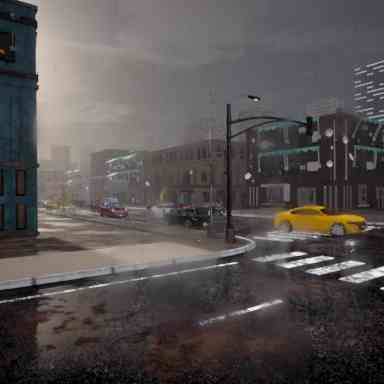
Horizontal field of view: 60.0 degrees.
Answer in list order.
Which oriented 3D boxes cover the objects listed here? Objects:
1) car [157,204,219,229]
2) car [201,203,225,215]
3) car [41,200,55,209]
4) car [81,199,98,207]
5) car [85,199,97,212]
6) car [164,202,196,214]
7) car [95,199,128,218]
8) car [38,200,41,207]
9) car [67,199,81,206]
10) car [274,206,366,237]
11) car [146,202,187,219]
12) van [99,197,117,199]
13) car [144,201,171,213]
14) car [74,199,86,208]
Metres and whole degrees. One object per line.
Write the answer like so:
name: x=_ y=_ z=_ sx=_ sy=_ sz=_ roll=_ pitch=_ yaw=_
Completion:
car: x=-0.374 y=1.814 z=23.799 sx=1.947 sy=1.339 sz=4.313 roll=-2 pitch=0 yaw=-35
car: x=1.728 y=1.809 z=35.524 sx=2.008 sy=1.369 sz=4.403 roll=-2 pitch=0 yaw=-35
car: x=-24.231 y=2.232 z=57.612 sx=1.752 sy=1.417 sz=4.829 roll=-1 pitch=0 yaw=-35
car: x=-20.702 y=2.227 z=67.117 sx=1.887 sy=1.381 sz=4.507 roll=-1 pitch=0 yaw=-35
car: x=-12.357 y=2.046 z=45.419 sx=2.033 sy=1.411 sz=5.357 roll=-1 pitch=0 yaw=-35
car: x=-1.476 y=1.903 z=40.037 sx=1.802 sy=1.307 sz=4.206 roll=-2 pitch=0 yaw=-35
car: x=-8.311 y=1.846 z=35.184 sx=1.967 sy=1.590 sz=4.097 roll=-1 pitch=0 yaw=-35
car: x=-30.738 y=2.375 z=66.778 sx=2.008 sy=1.369 sz=4.403 roll=-1 pitch=0 yaw=-35
car: x=-27.110 y=2.363 z=76.144 sx=1.947 sy=1.339 sz=4.313 roll=-1 pitch=0 yaw=-35
car: x=7.041 y=1.563 z=18.735 sx=1.882 sy=1.535 sz=5.008 roll=-1 pitch=-2 yaw=-41
car: x=-2.222 y=1.827 z=31.107 sx=1.812 sy=1.442 sz=4.674 roll=-1 pitch=0 yaw=-35
van: x=-14.298 y=1.906 z=58.090 sx=1.690 sy=1.788 sz=3.998 roll=-1 pitch=0 yaw=-35
car: x=-4.679 y=1.965 z=44.550 sx=1.802 sy=1.307 sz=4.206 roll=-2 pitch=0 yaw=-35
car: x=-20.440 y=2.191 z=62.288 sx=1.812 sy=1.442 sz=4.674 roll=-1 pitch=0 yaw=-35
